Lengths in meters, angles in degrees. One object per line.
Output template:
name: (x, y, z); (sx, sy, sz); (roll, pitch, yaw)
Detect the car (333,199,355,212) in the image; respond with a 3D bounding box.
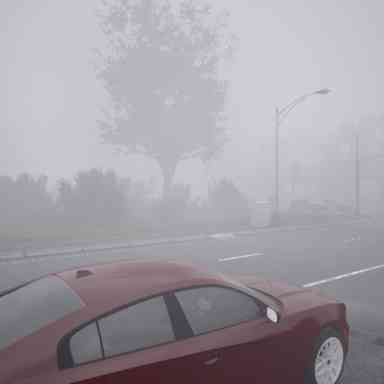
car: (17.016, 1.526, 39.852); (1.812, 1.442, 4.674); (0, 0, -32)

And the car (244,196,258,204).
car: (8.256, 1.197, 53.657); (2.150, 2.045, 5.566); (0, 0, -33)

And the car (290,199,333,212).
car: (13.566, 1.526, 38.766); (1.812, 1.442, 4.674); (0, 0, -31)

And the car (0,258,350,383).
car: (-0.315, 1.478, 3.520); (5.008, 1.535, 1.882); (0, 0, -35)
